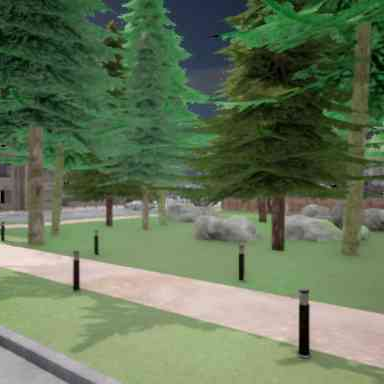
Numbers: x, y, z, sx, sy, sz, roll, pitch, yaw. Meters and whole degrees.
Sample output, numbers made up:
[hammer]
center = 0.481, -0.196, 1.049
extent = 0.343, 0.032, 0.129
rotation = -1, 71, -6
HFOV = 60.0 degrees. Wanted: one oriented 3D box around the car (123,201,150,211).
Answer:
[car]
center = -6.711, 1.595, 42.991
extent = 1.812, 1.442, 4.674
rotation = 0, 0, 37
